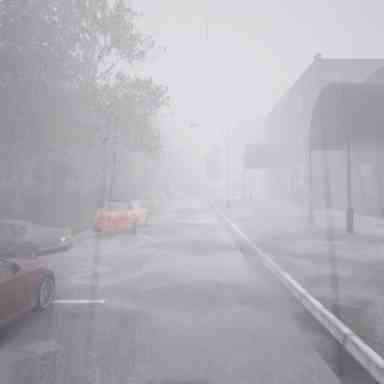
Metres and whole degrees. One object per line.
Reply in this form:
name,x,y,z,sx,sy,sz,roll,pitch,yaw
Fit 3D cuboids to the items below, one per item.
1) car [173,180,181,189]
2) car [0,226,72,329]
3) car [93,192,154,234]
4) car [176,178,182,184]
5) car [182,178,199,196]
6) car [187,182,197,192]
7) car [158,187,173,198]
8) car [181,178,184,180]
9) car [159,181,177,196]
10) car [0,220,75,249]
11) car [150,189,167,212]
car,-3.703,-0.704,56.965,2.231,1.521,4.892,0,3,2
car,-3.655,1.503,4.689,2.002,1.452,4.674,0,0,2
car,-3.643,1.119,17.946,2.185,1.767,4.553,2,2,2
car,-3.706,-1.404,68.278,1.946,1.575,5.366,0,3,2
car,-0.045,-0.591,50.853,2.150,2.045,5.566,0,4,0
car,-0.053,-0.945,61.303,1.837,1.490,4.892,0,4,0
car,-3.664,0.609,34.699,2.231,1.521,4.892,1,3,2
car,-3.721,-2.051,79.245,2.163,1.488,4.792,0,3,2
car,-3.695,-0.151,45.811,2.185,1.767,4.553,0,3,2
car,-6.727,1.642,10.992,5.357,1.411,2.033,-1,-2,-12
car,-3.656,0.856,28.965,1.946,1.575,5.366,1,2,2
